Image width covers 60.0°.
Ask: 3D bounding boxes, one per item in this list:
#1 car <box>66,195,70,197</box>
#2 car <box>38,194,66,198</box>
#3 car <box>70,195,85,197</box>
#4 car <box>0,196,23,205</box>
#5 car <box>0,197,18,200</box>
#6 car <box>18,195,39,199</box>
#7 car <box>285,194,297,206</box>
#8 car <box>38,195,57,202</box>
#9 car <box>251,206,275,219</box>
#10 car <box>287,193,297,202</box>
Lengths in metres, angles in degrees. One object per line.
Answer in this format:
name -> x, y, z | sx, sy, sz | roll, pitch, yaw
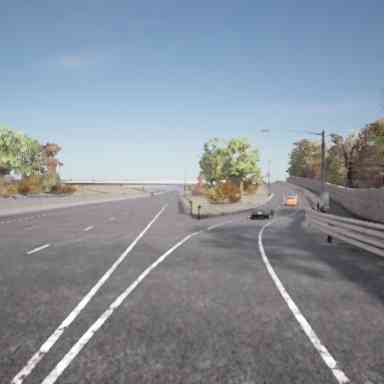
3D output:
car -> -27.791, 1.322, 72.616 | 1.837, 1.490, 4.892 | 0, 0, -2
car -> -23.610, 1.355, 56.344 | 1.882, 1.535, 5.008 | 0, 0, -2
car -> -24.286, 1.373, 72.579 | 2.128, 1.511, 4.902 | 0, 0, -2
car -> -30.602, 1.441, 56.260 | 1.895, 1.301, 4.718 | 0, 0, -2
car -> -22.922, 1.473, 39.107 | 1.895, 1.301, 4.718 | 0, 0, -2
car -> -27.115, 1.211, 56.454 | 2.097, 1.767, 4.553 | 0, 0, -2
car -> 19.820, 1.773, 66.682 | 2.097, 1.767, 4.553 | 1, 3, 18
car -> -31.275, 1.340, 72.160 | 2.128, 1.511, 4.902 | 0, 0, -2
car -> 7.709, 2.158, 35.836 | 1.994, 1.385, 4.181 | 1, -1, 23
car -> 22.908, 1.190, 76.296 | 2.097, 1.767, 4.553 | 0, 4, 16
